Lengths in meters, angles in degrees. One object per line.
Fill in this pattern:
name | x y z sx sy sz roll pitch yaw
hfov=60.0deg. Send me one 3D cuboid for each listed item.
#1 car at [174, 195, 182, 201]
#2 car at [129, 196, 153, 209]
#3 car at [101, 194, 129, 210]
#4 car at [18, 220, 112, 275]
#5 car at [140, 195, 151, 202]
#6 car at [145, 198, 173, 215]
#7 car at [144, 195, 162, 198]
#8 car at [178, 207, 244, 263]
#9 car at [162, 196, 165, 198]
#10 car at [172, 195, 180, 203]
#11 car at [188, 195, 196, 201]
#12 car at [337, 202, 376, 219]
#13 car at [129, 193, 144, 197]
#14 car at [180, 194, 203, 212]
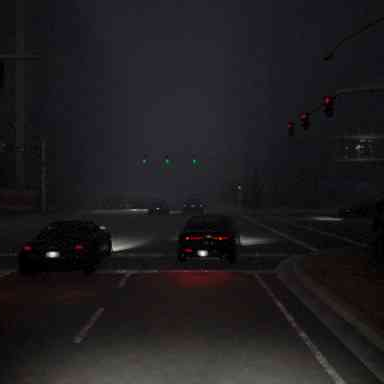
car | -3.498 1.550 83.645 1.812 1.442 4.674 0 0 0
car | -7.075 1.636 46.493 1.994 1.385 4.181 0 0 1
car | -10.575 1.290 45.143 2.150 2.045 5.566 0 0 0
car | -3.790 1.581 10.578 1.994 1.385 4.181 0 0 -5
car | -10.498 1.540 75.570 1.837 1.490 4.892 0 0 0
car | -3.400 1.618 35.008 1.994 1.385 4.181 0 0 0
car | -7.033 1.594 60.588 1.837 1.490 4.892 0 1 1
car | 0.762 1.526 12.145 1.837 1.490 4.892 -1 0 11
car | -6.998 1.649 75.061 1.895 1.301 4.718 0 0 0
car | -3.498 1.668 75.103 1.994 1.385 4.181 0 0 0
car | 0.002 1.504 83.645 1.882 1.535 5.008 0 0 0
car | 15.092 1.571 28.837 4.674 1.442 1.812 0 0 0
car | -10.532 1.450 61.132 2.097 1.767 4.553 0 0 1
car | 0.101 1.405 34.380 2.097 1.767 4.553 0 0 0
